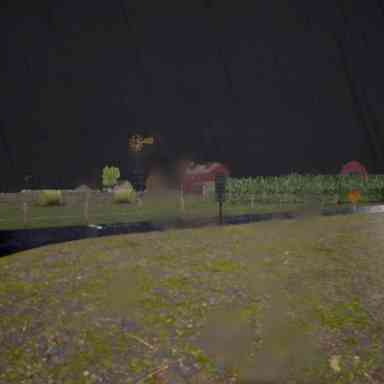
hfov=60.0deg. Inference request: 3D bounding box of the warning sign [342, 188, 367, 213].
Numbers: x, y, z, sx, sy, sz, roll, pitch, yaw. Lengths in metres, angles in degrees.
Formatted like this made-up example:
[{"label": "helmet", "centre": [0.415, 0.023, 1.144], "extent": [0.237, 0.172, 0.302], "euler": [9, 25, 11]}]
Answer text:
[{"label": "warning sign", "centre": [12.341, 0.624, 25.225], "extent": [1.060, 1.860, 1.300], "euler": [0, -1, -34]}]
